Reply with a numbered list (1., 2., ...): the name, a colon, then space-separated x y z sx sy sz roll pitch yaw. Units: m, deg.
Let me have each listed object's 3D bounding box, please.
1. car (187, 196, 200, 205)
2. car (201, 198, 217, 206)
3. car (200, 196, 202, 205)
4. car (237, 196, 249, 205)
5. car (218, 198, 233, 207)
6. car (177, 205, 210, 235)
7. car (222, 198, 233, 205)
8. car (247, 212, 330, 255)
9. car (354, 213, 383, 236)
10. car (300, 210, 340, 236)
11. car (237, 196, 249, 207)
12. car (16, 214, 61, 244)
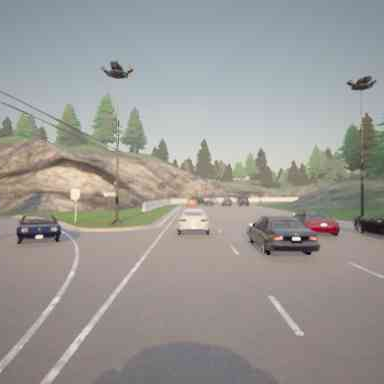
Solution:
1. car: 0.013 2.042 68.627 2.097 1.767 4.553 0 -1 2
2. car: 3.513 2.203 68.595 2.128 1.511 4.902 0 -1 2
3. car: 1.357 2.009 78.695 2.150 2.045 5.566 0 -1 17
4. car: 11.974 1.958 77.811 2.150 2.045 5.566 0 -1 17
5. car: 6.996 2.221 67.500 2.033 1.411 5.357 0 -1 2
6. car: 0.081 1.731 20.383 1.812 1.442 4.674 0 -1 0
7. car: 8.340 2.160 77.800 1.812 1.442 4.674 0 -1 17
8. car: 3.598 1.689 13.987 2.033 1.411 5.357 0 -1 0
9. car: 10.595 1.780 17.793 1.895 1.301 4.718 0 -1 0
10. car: 7.095 1.764 19.887 1.994 1.385 4.181 0 -1 0
11. car: 10.496 2.177 67.502 1.837 1.490 4.892 0 -1 2
12. car: -7.941 1.774 17.100 1.895 1.301 4.718 0 -1 -27
